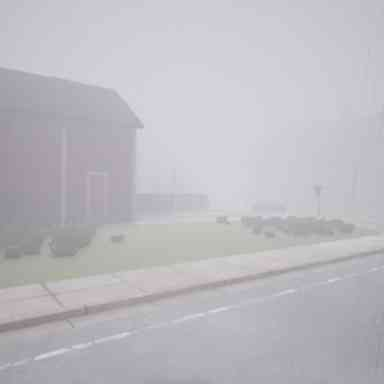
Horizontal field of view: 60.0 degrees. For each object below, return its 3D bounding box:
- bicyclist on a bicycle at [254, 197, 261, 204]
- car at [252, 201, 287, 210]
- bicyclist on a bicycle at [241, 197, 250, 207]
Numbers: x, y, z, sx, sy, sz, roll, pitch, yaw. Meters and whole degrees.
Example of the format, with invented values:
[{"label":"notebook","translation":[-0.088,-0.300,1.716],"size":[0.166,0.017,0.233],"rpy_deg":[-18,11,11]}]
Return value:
[{"label":"bicyclist on a bicycle","translation":[11.084,1.689,55.946],"size":[1.656,1.620,0.582],"rpy_deg":[0,0,-11]},{"label":"car","translation":[8.810,1.689,37.868],"size":[1.895,1.301,4.718],"rpy_deg":[1,0,-19]},{"label":"bicyclist on a bicycle","translation":[9.049,1.685,55.955],"size":[1.656,1.620,0.582],"rpy_deg":[0,0,-10]}]
